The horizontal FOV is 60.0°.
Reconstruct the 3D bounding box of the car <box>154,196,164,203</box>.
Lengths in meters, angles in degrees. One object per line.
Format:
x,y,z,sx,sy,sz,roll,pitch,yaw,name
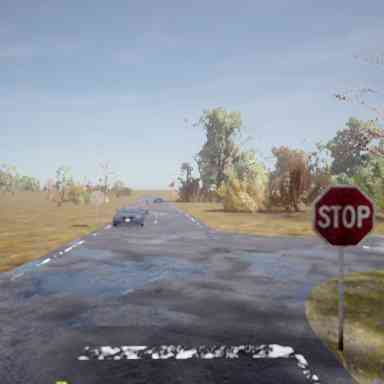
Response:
-7.008,1.574,69.422,1.812,1.442,4.674,0,0,-8,car

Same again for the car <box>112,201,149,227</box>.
-4.201,1.582,22.726,1.994,1.385,4.181,0,0,-5,car

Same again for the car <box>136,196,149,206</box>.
-8.299,1.532,55.950,2.128,1.511,4.902,0,0,-7,car

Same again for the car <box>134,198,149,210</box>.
-6.871,1.598,45.441,1.994,1.385,4.181,0,0,-8,car

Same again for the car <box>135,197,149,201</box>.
-5.339,1.552,33.914,1.812,1.442,4.674,0,0,-7,car
